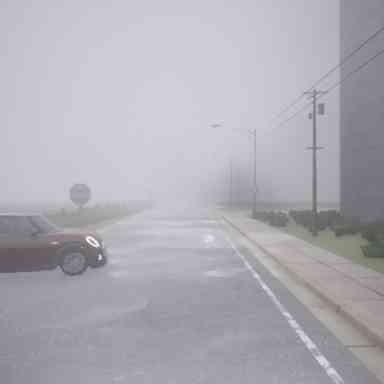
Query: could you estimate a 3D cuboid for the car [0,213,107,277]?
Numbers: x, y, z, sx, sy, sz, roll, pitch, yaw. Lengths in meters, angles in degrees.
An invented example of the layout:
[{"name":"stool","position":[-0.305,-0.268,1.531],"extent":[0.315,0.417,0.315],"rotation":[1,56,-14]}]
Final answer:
[{"name":"car","position":[-4.766,1.378,9.465],"extent":[4.553,1.767,2.097],"rotation":[0,0,-15]}]
